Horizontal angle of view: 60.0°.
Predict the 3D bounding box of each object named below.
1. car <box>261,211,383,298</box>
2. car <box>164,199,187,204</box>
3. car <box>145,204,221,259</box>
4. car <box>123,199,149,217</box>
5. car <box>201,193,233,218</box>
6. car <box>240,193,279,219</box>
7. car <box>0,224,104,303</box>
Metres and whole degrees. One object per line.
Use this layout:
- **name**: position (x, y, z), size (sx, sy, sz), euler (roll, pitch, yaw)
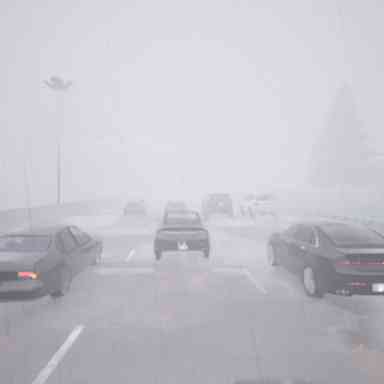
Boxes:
- **car**: position (3.308, 1.464, 8.409), size (1.837, 1.490, 4.892), euler (0, 0, -2)
- **car**: position (-1.484, 1.374, 29.615), size (2.128, 1.511, 4.902), euler (0, 0, -4)
- **car**: position (-0.400, 1.441, 12.453), size (2.128, 1.511, 4.902), euler (0, 0, -3)
- **car**: position (-5.009, 1.379, 29.895), size (2.128, 1.511, 4.902), euler (0, 0, -4)
- **car**: position (2.099, 1.102, 28.503), size (2.150, 2.045, 5.566), euler (0, 0, -4)
- **car**: position (5.627, 1.097, 28.204), size (2.150, 2.045, 5.566), euler (0, 0, -4)
- **car**: position (-3.662, 1.520, 8.373), size (2.033, 1.411, 5.357), euler (0, 0, -3)
